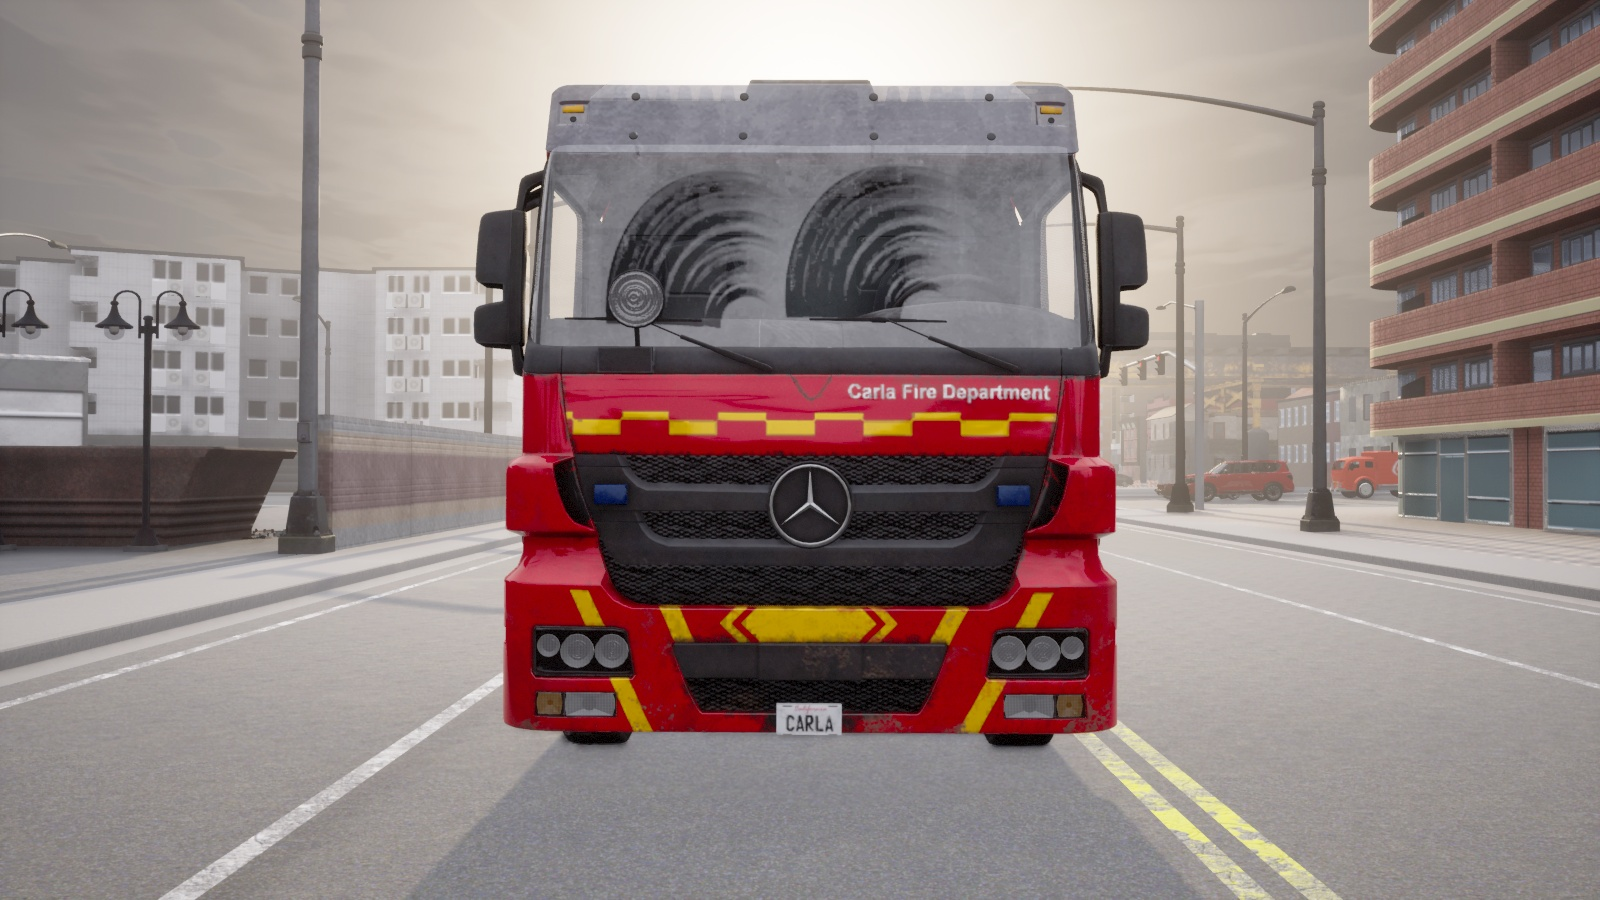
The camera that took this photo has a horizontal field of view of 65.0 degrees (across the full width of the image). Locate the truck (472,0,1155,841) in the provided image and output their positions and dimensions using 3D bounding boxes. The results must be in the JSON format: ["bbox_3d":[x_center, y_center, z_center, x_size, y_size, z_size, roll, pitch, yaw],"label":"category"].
[{"bbox_3d":[0.070,-0.190,9.582,2.891,3.827,8.468,0,-1,0],"label":"truck"}]

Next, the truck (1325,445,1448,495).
[{"bbox_3d":[30.774,1.042,66.015,5.204,2.467,2.627,-1,-1,1],"label":"truck"}]

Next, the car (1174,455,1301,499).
[{"bbox_3d":[21.796,1.356,62.725,5.566,2.045,2.150,-1,-1,2],"label":"car"}]

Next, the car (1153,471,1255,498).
[{"bbox_3d":[21.271,1.809,66.245,4.718,1.301,1.895,-1,-1,1],"label":"car"}]
